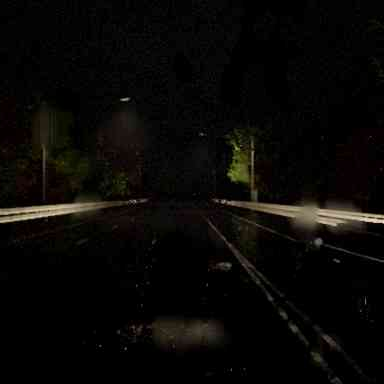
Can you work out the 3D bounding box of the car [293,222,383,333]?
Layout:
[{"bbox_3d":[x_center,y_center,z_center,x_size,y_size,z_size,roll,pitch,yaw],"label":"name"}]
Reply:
[{"bbox_3d":[3.824,1.427,7.143,2.097,1.767,4.553,0,-1,-3],"label":"car"}]
